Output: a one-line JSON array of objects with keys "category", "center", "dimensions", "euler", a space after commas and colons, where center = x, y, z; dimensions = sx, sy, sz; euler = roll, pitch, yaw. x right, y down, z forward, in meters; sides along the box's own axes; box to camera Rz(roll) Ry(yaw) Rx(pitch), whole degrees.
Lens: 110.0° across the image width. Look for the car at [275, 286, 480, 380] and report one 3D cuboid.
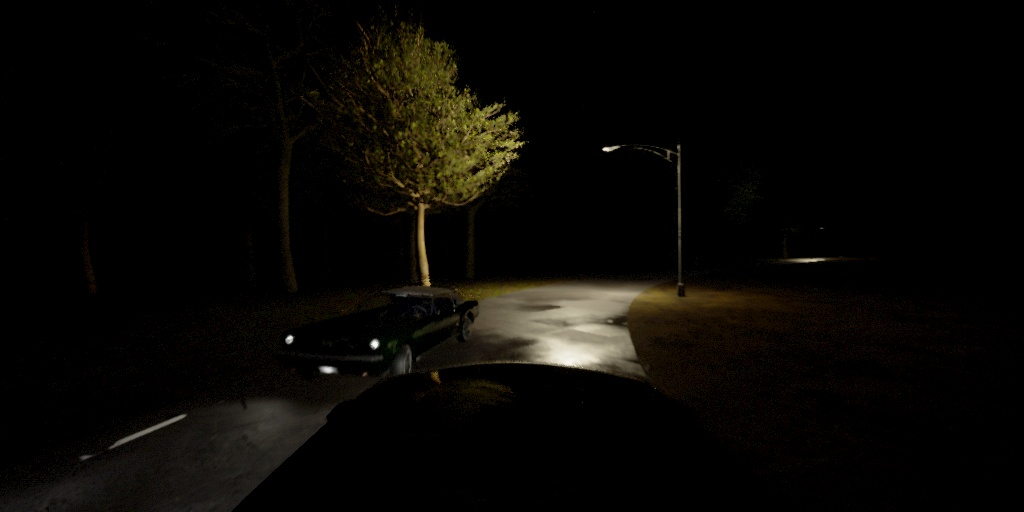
[{"category": "car", "center": [-2.221, 1.347, 7.381], "dimensions": [1.895, 1.301, 4.718], "euler": [0, 0, 12]}]
